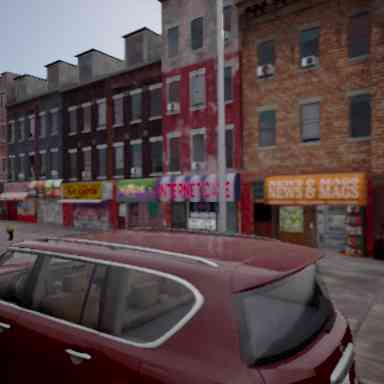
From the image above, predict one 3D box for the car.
[{"bbox_3d":[-0.973,1.318,3.518,5.009,1.841,2.192,0,-1,36],"label":"car"}]
